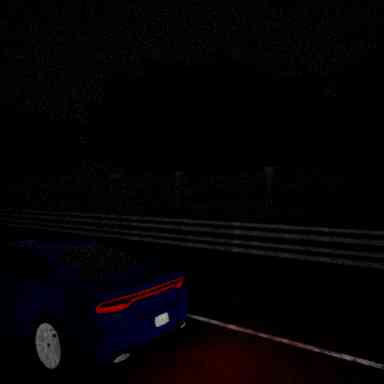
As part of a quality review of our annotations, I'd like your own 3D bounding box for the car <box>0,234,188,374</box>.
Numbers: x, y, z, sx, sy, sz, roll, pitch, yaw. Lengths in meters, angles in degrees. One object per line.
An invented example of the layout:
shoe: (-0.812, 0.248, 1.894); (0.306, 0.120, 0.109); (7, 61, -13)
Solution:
car: (-2.397, 1.479, 5.697); (5.008, 1.535, 1.882); (0, 0, 36)
